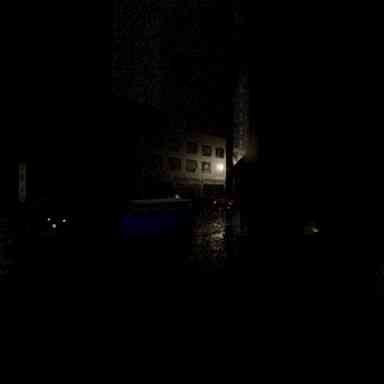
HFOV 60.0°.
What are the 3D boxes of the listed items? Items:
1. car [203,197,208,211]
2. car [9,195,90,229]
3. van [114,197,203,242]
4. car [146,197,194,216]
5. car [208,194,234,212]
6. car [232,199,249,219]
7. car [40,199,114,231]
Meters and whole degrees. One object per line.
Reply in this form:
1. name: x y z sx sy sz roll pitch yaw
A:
1. car: 1.401 1.165 34.130 1.947 1.339 4.313 1 2 35
2. car: -8.360 1.121 20.420 2.192 1.841 5.009 1 1 35
3. van: -1.417 1.207 15.475 1.690 1.788 3.998 1 1 35
4. car: -1.853 1.213 29.561 1.887 1.381 4.507 1 2 35
5. car: 3.952 0.961 33.123 2.097 1.767 4.553 0 1 35
6. car: 5.090 1.279 24.614 2.008 1.369 4.403 1 1 35
7. car: -5.688 1.362 19.602 2.033 1.411 5.357 0 1 35
